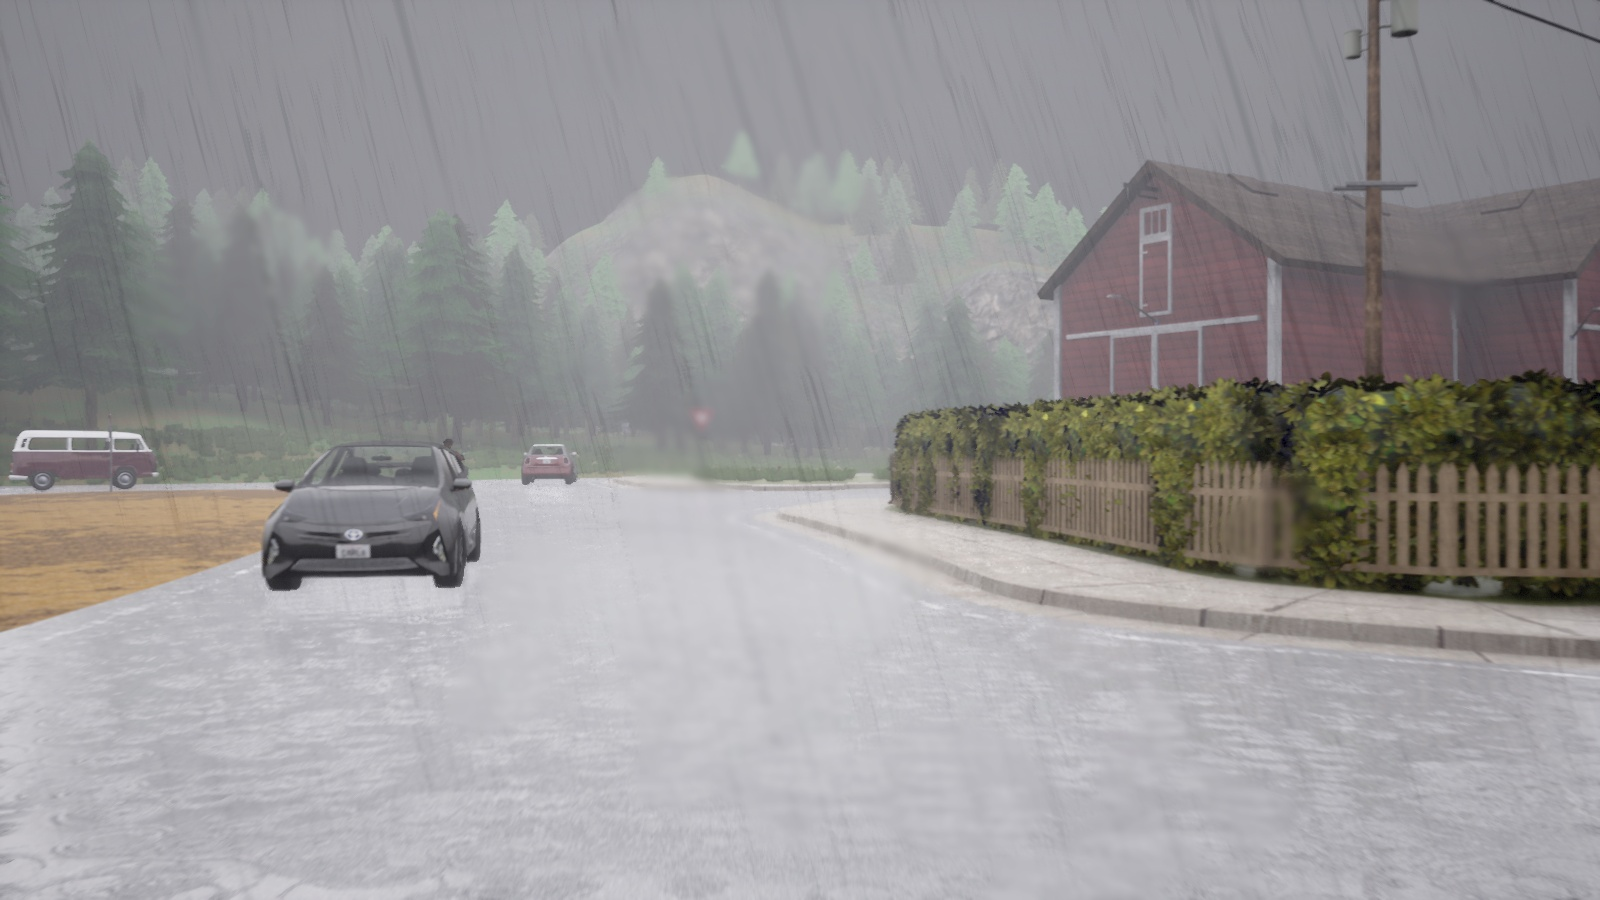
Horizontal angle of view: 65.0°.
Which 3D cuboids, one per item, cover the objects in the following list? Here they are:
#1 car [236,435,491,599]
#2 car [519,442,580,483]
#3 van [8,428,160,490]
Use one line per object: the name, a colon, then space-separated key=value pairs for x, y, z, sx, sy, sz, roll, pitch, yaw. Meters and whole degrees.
car: x=-4.665 y=0.614 z=14.128 sx=2.007 sy=1.525 sz=4.514 roll=0 pitch=0 yaw=-10
car: x=-9.379 y=0.464 z=47.239 sx=1.970 sy=1.475 sz=3.806 roll=0 pitch=0 yaw=-7
van: x=-24.730 y=0.302 z=43.392 sx=4.480 sy=2.038 sz=2.069 roll=0 pitch=0 yaw=-33
